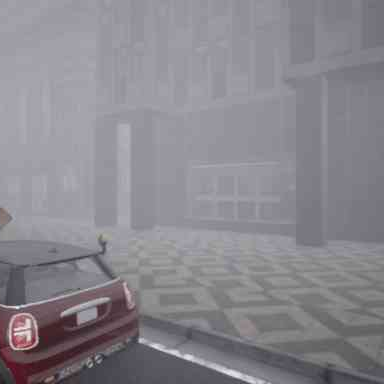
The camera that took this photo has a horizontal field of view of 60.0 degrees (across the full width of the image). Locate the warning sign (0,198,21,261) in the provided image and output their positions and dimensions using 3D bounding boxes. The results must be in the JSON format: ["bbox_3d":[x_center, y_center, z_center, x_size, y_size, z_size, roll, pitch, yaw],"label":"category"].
[{"bbox_3d":[-6.155,1.117,10.191,1.060,1.860,1.300,0,0,36],"label":"warning sign"}]

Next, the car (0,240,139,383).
[{"bbox_3d":[-2.780,1.441,4.944,4.097,1.590,1.967,0,0,36],"label":"car"}]
